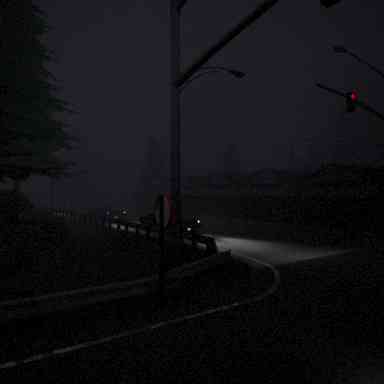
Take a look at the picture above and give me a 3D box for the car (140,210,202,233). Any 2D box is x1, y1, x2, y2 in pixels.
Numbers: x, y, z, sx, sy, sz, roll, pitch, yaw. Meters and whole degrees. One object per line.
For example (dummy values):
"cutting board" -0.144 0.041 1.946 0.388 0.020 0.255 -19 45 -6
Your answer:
"car" -1.427 1.792 20.670 1.895 1.301 4.718 0 0 -35

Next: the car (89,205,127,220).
"car" -7.494 1.793 29.352 1.895 1.301 4.718 0 0 -35

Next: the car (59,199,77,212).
"car" -15.604 1.677 41.863 2.128 1.511 4.902 0 0 -20
